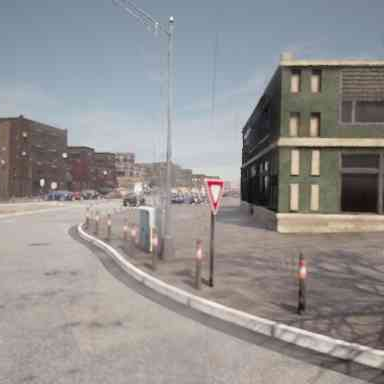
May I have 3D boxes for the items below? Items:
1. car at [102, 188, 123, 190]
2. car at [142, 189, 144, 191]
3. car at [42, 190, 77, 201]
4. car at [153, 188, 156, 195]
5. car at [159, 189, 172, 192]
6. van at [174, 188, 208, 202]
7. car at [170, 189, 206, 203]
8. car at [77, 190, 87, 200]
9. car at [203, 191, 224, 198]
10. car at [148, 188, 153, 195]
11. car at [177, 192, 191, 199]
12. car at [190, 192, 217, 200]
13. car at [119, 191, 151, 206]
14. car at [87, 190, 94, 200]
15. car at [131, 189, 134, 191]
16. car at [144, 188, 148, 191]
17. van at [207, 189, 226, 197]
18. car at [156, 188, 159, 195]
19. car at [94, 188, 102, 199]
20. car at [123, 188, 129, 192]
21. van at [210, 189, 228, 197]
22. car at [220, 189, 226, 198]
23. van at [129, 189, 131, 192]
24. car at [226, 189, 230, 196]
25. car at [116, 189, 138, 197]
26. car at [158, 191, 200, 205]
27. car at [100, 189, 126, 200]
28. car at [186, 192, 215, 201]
[{"bbox_3d":[-17.746,0.156,68.301,5.566,2.045,2.435,1,1,12],"label":"car"},{"bbox_3d":[-14.894,0.074,81.789,4.553,1.767,2.185,1,1,12],"label":"car"},{"bbox_3d":[-21.120,0.510,52.100,4.553,1.767,2.185,1,1,12],"label":"car"},{"bbox_3d":[-13.146,0.087,89.875,4.892,1.521,2.231,1,1,12],"label":"car"},{"bbox_3d":[-4.776,0.659,69.314,2.033,1.411,5.357,1,1,12],"label":"car"},{"bbox_3d":[-0.198,0.737,54.318,4.442,1.987,1.878,1,1,12],"label":"van"},{"bbox_3d":[-0.660,0.876,51.445,4.553,1.767,2.185,1,1,12],"label":"car"},{"bbox_3d":[-20.586,0.604,54.812,5.008,1.535,2.097,1,1,12],"label":"car"},{"bbox_3d":[5.087,0.617,78.642,4.674,1.452,2.002,1,1,12],"label":"car"},{"bbox_3d":[-13.717,0.124,87.178,4.892,1.521,2.231,1,1,12],"label":"car"},{"bbox_3d":[-1.659,0.759,69.554,1.895,1.301,4.718,1,1,12],"label":"car"},{"bbox_3d":[2.206,0.795,65.050,4.892,1.521,2.231,1,1,12],"label":"car"},{"bbox_3d":[-7.159,1.041,42.399,1.837,1.490,4.892,1,1,10],"label":"car"},{"bbox_3d":[-20.008,0.608,57.507,4.674,1.452,2.002,1,1,12],"label":"car"},{"bbox_3d":[-16.014,0.281,76.392,5.008,1.535,2.097,1,1,12],"label":"car"},{"bbox_3d":[-14.262,0.035,84.474,4.553,1.767,2.185,1,1,12],"label":"car"},{"bbox_3d":[6.136,0.268,84.098,4.442,1.987,1.878,1,1,12],"label":"van"},{"bbox_3d":[-12.574,0.051,92.572,4.892,1.521,2.231,1,1,12],"label":"car"},{"bbox_3d":[-19.405,0.407,60.196,4.553,1.767,2.185,1,1,12],"label":"car"},{"bbox_3d":[-16.970,0.366,70.958,5.366,1.575,1.946,1,1,12],"label":"car"},{"bbox_3d":[6.942,0.236,86.766,4.442,1.987,1.878,1,1,12],"label":"van"},{"bbox_3d":[3.936,0.408,73.328,5.566,2.045,2.435,1,1,12],"label":"car"},{"bbox_3d":[-16.462,0.100,73.666,4.442,1.987,1.878,1,1,12],"label":"van"},{"bbox_3d":[5.700,0.286,81.348,5.566,2.045,2.435,1,1,12],"label":"car"},{"bbox_3d":[-15.465,0.113,79.092,4.553,1.767,2.185,1,1,12],"label":"car"},{"bbox_3d":[-1.852,1.086,46.144,4.792,1.488,2.163,1,1,12],"label":"car"},{"bbox_3d":[-14.475,0.636,61.399,1.812,1.442,4.674,1,1,13],"label":"car"},{"bbox_3d":[1.642,0.837,62.456,5.008,1.535,2.097,1,1,12],"label":"car"}]
